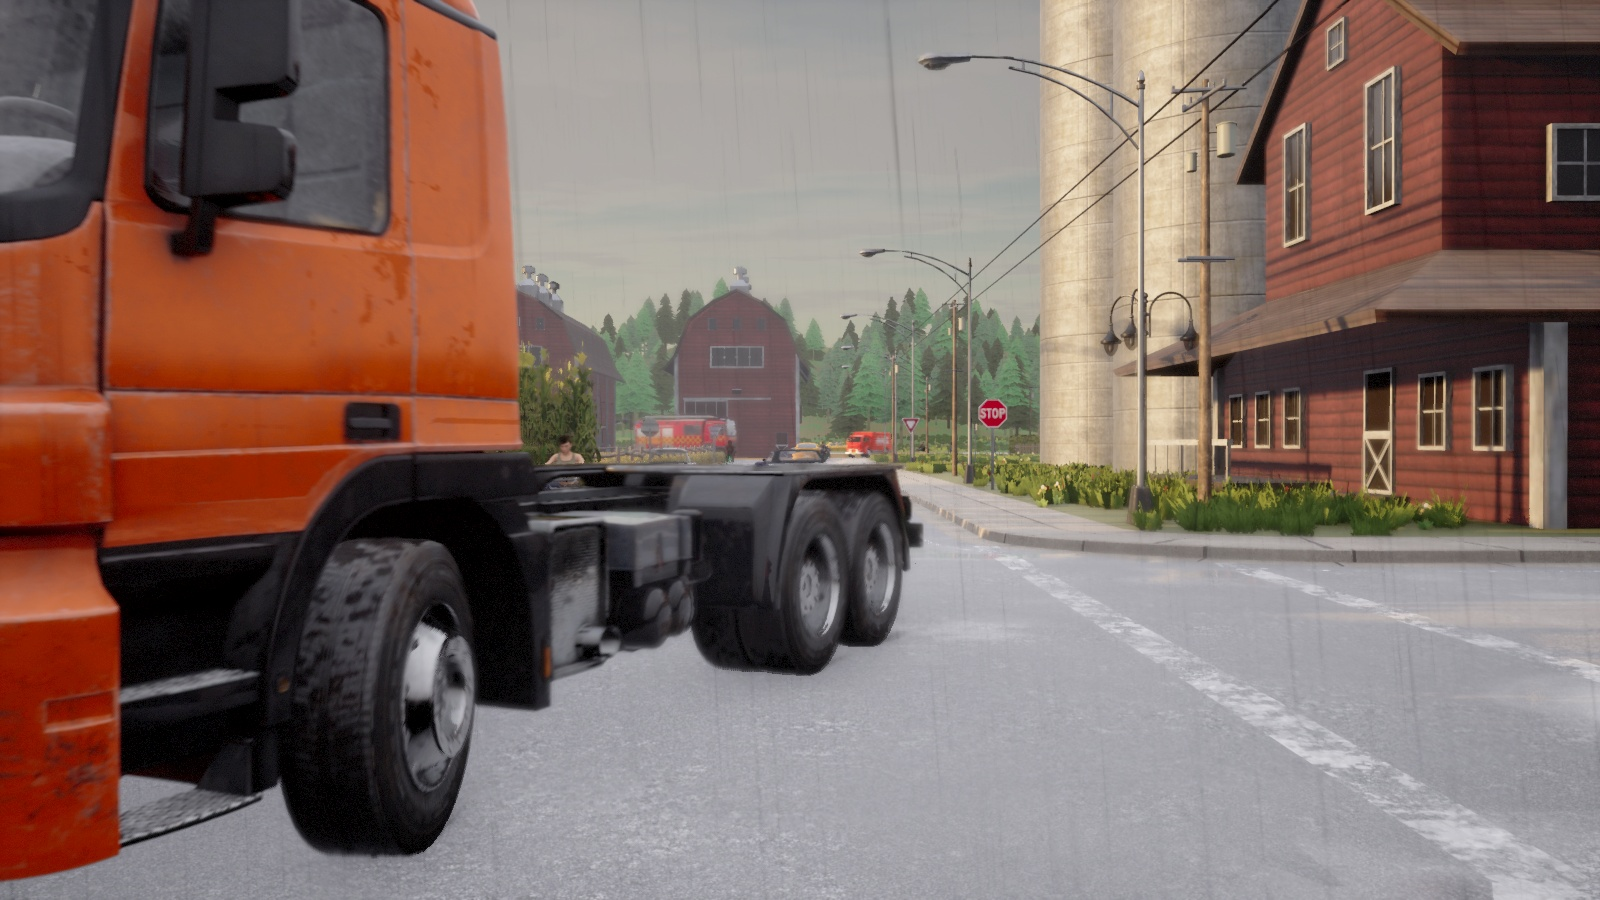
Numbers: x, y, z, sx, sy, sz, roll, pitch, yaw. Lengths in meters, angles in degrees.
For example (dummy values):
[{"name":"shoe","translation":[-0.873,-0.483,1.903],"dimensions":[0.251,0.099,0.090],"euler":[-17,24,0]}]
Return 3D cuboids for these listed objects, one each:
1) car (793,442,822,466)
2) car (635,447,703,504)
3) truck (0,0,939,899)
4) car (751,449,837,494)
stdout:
[{"name":"car","translation":[0.493,0.243,85.392],"dimensions":[1.882,1.535,5.008],"euler":[0,0,0]},{"name":"car","translation":[-3.306,0.620,31.952],"dimensions":[1.481,1.376,2.207],"euler":[0,0,0]},{"name":"truck","translation":[-1.727,-0.278,7.146],"dimensions":[2.891,3.462,7.936],"euler":[0,0,23]},{"name":"car","translation":[-0.249,0.623,39.599],"dimensions":[1.895,1.301,4.718],"euler":[0,0,-11]}]
